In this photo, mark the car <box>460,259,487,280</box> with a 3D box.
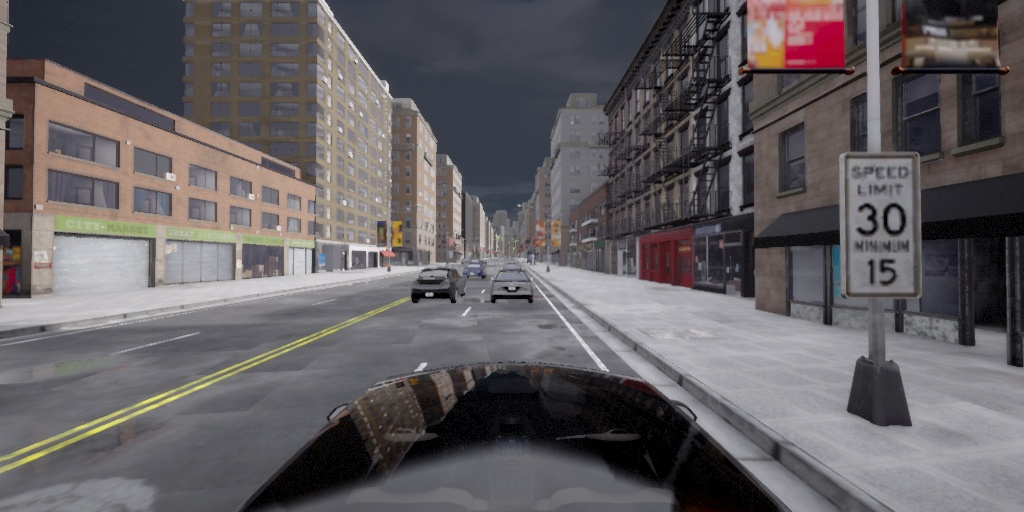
[{"bbox_3d":[-3.250,1.281,31.502,1.812,1.442,4.674,0,0,0],"label":"car"}]

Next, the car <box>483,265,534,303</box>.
[{"bbox_3d":[0.000,1.314,16.501,2.033,1.411,5.357,0,0,0],"label":"car"}]

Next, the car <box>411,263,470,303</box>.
[{"bbox_3d":[-3.250,1.267,16.501,1.837,1.490,4.892,0,0,0],"label":"car"}]

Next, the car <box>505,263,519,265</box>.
[{"bbox_3d":[0.000,1.312,31.502,2.033,1.411,5.357,0,0,0],"label":"car"}]
